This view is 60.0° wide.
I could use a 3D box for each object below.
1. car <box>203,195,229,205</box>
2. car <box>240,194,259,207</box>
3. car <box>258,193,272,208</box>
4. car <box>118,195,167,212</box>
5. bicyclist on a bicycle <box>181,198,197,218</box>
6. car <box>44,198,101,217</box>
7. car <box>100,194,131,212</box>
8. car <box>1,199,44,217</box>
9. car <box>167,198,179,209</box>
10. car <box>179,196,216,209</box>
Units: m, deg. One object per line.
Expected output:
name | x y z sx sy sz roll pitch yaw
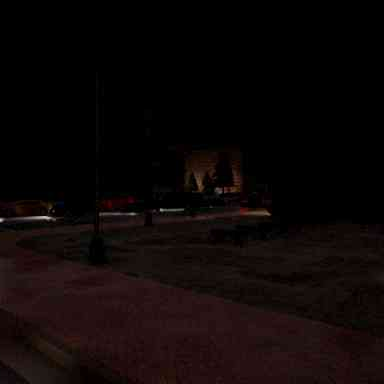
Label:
car | 3.658 1.564 54.552 1.994 1.385 4.181 0 0 41
car | 9.097 1.505 50.002 1.837 1.490 4.892 0 0 41
car | 11.992 1.352 48.000 2.097 1.767 4.553 0 0 41
car | -5.563 1.478 38.262 1.882 1.535 5.008 0 0 40
bicyclist on a bicycle | -0.267 1.301 26.728 1.656 1.620 0.582 0 0 40
car | -11.227 1.564 31.543 1.994 1.385 4.181 0 0 40
car | -9.472 1.221 39.056 2.150 2.045 5.566 0 0 41
car | -15.880 1.478 31.467 1.882 1.535 5.008 0 0 40
car | -2.860 1.547 46.891 2.033 1.411 5.357 0 0 40
car | 0.845 1.601 45.841 1.895 1.301 4.718 0 0 40
